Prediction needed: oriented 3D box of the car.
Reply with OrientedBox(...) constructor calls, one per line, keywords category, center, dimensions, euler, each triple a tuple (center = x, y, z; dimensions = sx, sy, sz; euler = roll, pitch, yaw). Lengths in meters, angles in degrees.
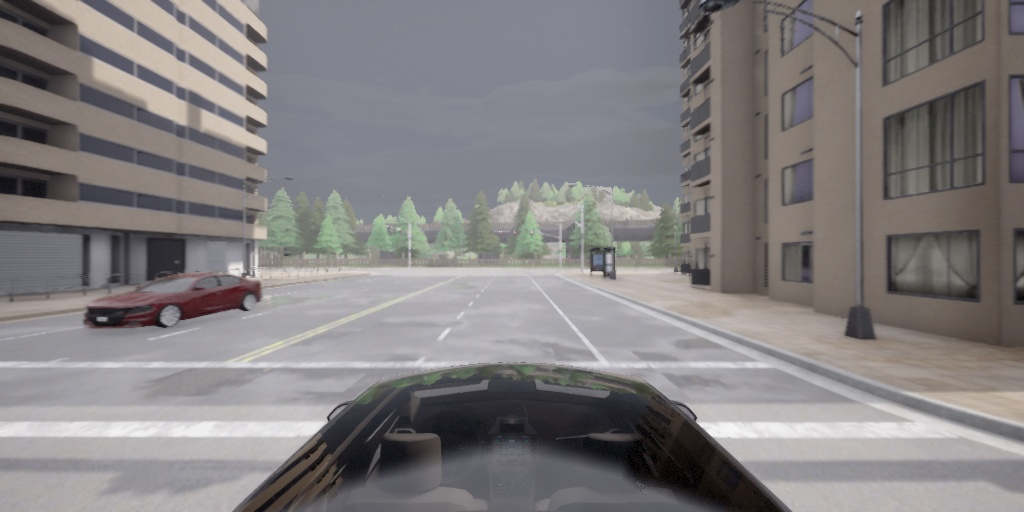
OrientedBox(category="car", center=(-10.500, 1.303, 11.682), dimensions=(1.882, 1.535, 5.008), euler=(0, 1, 0))
